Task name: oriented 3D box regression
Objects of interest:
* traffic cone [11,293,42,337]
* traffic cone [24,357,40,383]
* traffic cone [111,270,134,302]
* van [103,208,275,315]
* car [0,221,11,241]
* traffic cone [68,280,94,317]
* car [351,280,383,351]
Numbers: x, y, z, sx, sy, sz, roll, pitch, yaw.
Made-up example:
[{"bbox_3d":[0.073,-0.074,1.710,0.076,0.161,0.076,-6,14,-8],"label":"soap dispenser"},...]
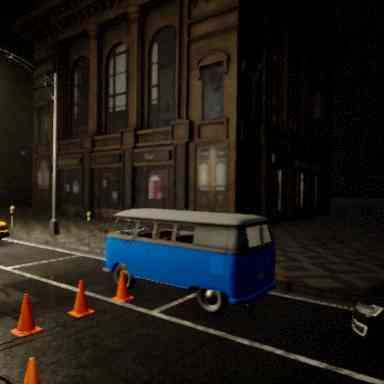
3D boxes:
[{"bbox_3d":[-2.603,1.898,5.243,0.340,0.580,0.340,1,0,36],"label":"traffic cone"},{"bbox_3d":[-1.569,1.921,3.260,0.340,0.580,0.340,1,0,36],"label":"traffic cone"},{"bbox_3d":[-1.431,1.905,6.863,0.340,0.580,0.340,1,0,36],"label":"traffic cone"},{"bbox_3d":[-0.208,1.305,7.262,3.998,1.788,1.690,1,0,36],"label":"van"},{"bbox_3d":[-9.451,1.334,13.950,4.829,1.417,1.752,1,0,36],"label":"car"},{"bbox_3d":[-2.017,1.902,6.053,0.340,0.580,0.340,1,0,36],"label":"traffic cone"},{"bbox_3d":[4.341,1.592,3.970,4.403,1.369,2.008,1,0,36],"label":"car"}]
